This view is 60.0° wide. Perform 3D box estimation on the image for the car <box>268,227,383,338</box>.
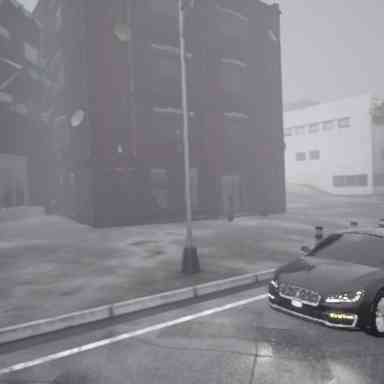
[{"bbox_3d":[3.599,1.528,6.781,4.892,1.490,1.837,0,0,-37],"label":"car"}]
